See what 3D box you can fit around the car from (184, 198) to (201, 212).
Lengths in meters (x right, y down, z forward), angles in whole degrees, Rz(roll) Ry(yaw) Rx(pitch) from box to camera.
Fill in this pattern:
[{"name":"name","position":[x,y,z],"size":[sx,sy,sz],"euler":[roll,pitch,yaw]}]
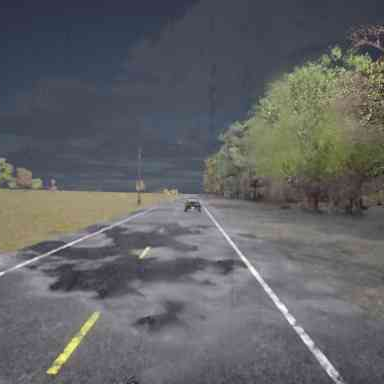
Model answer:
[{"name":"car","position":[0.093,1.508,39.565],"size":[1.837,1.490,4.892],"euler":[0,0,0]}]
